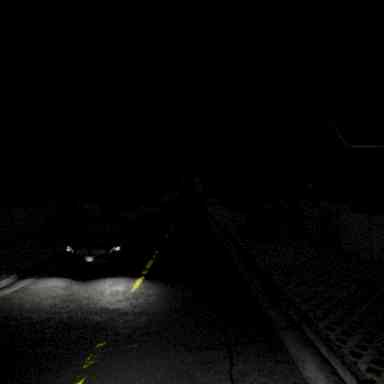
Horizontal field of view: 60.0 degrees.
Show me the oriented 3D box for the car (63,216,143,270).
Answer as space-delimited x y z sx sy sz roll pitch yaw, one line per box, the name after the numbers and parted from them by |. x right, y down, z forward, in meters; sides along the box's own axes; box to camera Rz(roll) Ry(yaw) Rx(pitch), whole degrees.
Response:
-2.844 1.615 11.557 1.812 1.442 4.674 0 0 0 | car

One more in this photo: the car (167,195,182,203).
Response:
-2.733 1.180 52.324 2.097 1.767 4.553 0 0 0 | car
